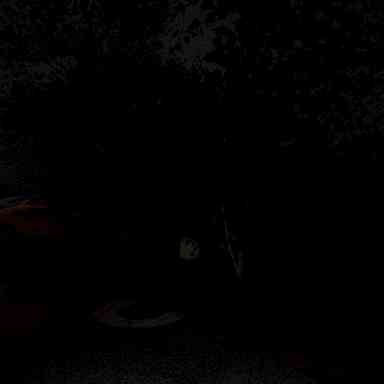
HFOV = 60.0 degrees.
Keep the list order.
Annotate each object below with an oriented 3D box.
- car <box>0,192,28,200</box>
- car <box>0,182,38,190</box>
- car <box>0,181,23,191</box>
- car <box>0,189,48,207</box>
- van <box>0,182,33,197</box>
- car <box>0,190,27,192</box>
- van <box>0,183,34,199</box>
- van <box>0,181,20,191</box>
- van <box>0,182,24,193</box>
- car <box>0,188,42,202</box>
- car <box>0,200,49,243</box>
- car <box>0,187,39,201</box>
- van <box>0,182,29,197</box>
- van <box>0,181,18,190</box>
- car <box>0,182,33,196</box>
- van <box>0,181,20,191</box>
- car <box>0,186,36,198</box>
[{"bbox_3d":[-8.238,1.077,17.629,4.553,1.767,2.185,1,2,-30],"label":"car"},{"bbox_3d":[-15.115,0.387,29.488,5.566,2.045,2.435,1,2,-30],"label":"car"},{"bbox_3d":[-38.836,-1.230,70.274,5.566,2.045,2.435,1,1,-30],"label":"car"},{"bbox_3d":[-16.562,0.553,31.861,4.792,1.488,2.163,1,2,-30],"label":"car"},{"bbox_3d":[-24.757,-0.300,46.289,4.442,1.987,1.878,1,1,-30],"label":"van"},{"bbox_3d":[-12.532,0.860,24.599,5.366,1.575,1.946,1,2,-30],"label":"car"},{"bbox_3d":[-22.165,-0.120,41.373,4.442,1.987,1.878,1,1,-30],"label":"van"},{"bbox_3d":[-41.427,-1.378,75.030,4.442,1.987,1.878,1,1,-30],"label":"van"},{"bbox_3d":[-34.544,-0.932,63.163,4.442,1.987,1.878,1,1,-30],"label":"van"},{"bbox_3d":[-19.352,0.330,36.786,4.792,1.488,2.163,1,2,-30],"label":"car"},{"bbox_3d":[-6.885,1.316,15.218,5.008,1.535,2.097,1,2,-30],"label":"car"},{"bbox_3d":[-20.675,0.232,39.068,4.792,1.488,2.163,1,1,-30],"label":"car"},{"bbox_3d":[-26.348,-0.393,48.567,4.442,1.987,1.878,1,1,-30],"label":"van"},{"bbox_3d":[-43.084,-1.475,77.423,4.442,1.987,1.878,1,1,-30],"label":"van"},{"bbox_3d":[-27.659,-0.507,51.005,5.566,2.045,2.435,1,1,-30],"label":"car"},{"bbox_3d":[-40.100,-1.292,72.743,4.442,1.987,1.878,1,1,-30],"label":"van"},{"bbox_3d":[-23.471,0.014,43.843,5.008,1.535,2.097,1,1,-30],"label":"car"}]
